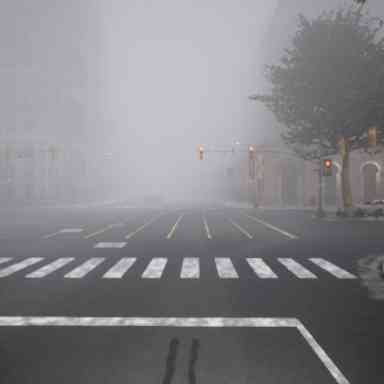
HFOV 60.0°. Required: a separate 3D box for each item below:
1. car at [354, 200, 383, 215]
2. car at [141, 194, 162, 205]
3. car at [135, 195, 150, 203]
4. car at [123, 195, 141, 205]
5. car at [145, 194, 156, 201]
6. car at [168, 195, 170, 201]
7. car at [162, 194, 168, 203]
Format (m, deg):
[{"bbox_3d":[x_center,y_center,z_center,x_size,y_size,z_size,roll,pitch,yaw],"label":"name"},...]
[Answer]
[{"bbox_3d":[16.289,1.427,29.659,4.674,1.442,1.812,0,0,1],"label":"car"},{"bbox_3d":[-6.573,1.171,54.617,2.097,1.767,4.553,0,0,1],"label":"car"},{"bbox_3d":[-9.878,1.327,66.687,2.033,1.411,5.357,0,0,1],"label":"car"},{"bbox_3d":[-10.056,1.418,55.312,1.895,1.301,4.718,0,0,1],"label":"car"},{"bbox_3d":[-9.671,1.268,77.491,1.812,1.442,4.674,0,0,1],"label":"car"},{"bbox_3d":[-6.174,1.268,77.290,1.812,1.442,4.674,0,0,1],"label":"car"},{"bbox_3d":[-6.446,1.278,64.519,2.128,1.511,4.902,0,0,2],"label":"car"}]
